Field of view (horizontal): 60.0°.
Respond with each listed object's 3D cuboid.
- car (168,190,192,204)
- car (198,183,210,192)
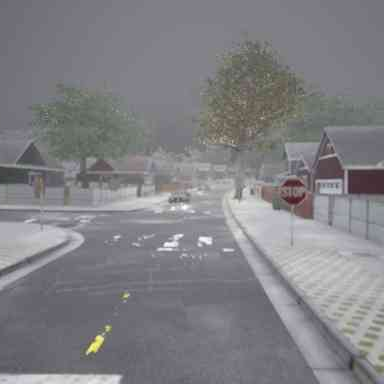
[{"bbox_3d":[-1.140,0.463,32.900,1.994,1.385,4.181,0,3,5],"label":"car"},{"bbox_3d":[2.297,-0.827,61.300,2.128,1.511,4.902,0,2,9],"label":"car"}]
